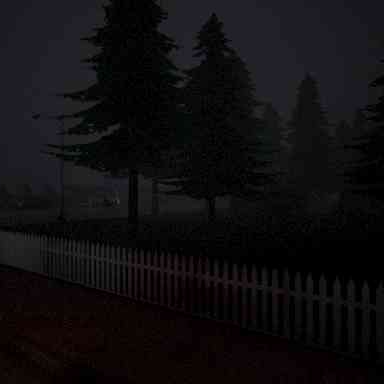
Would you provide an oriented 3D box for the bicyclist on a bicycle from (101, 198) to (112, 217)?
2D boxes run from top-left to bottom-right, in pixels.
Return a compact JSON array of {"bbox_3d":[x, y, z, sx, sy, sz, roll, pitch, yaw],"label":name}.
[{"bbox_3d":[-7.176,1.302,27.836,1.656,1.620,0.582,0,0,34],"label":"bicyclist on a bicycle"}]

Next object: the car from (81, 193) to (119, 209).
[{"bbox_3d":[-12.537,1.221,45.704,2.150,2.045,5.566,0,0,34],"label":"car"}]

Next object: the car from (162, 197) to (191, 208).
[{"bbox_3d":[-1.821,1.526,48.703,1.812,1.442,4.674,0,0,34],"label":"car"}]

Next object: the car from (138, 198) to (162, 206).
[{"bbox_3d":[-6.801,1.491,54.093,2.128,1.511,4.902,0,0,35],"label":"car"}]

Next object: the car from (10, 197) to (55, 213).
[{"bbox_3d":[-18.032,1.352,37.629,2.097,1.767,4.553,0,0,34],"label":"car"}]

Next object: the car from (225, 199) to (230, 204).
[{"bbox_3d":[4.292,1.221,51.455,2.150,2.045,5.566,0,0,34],"label":"car"}]
